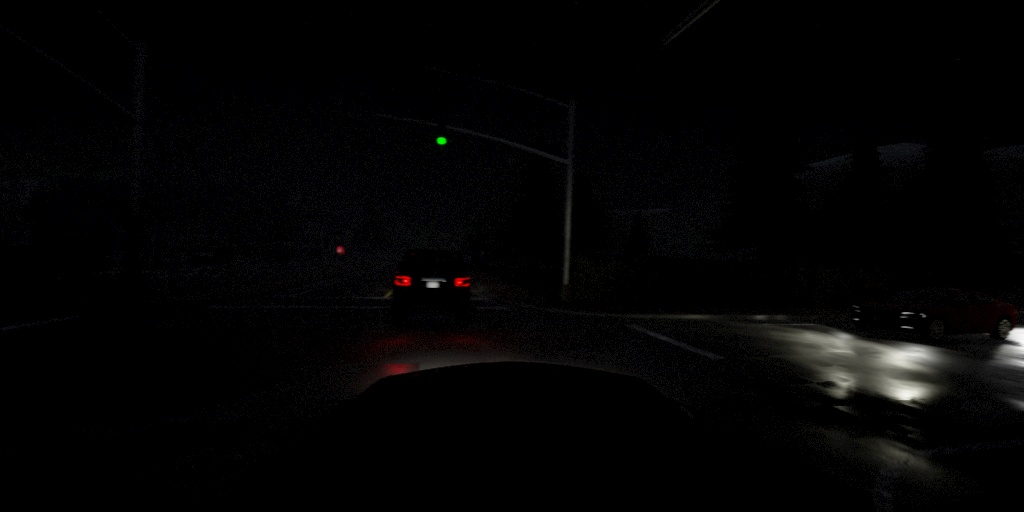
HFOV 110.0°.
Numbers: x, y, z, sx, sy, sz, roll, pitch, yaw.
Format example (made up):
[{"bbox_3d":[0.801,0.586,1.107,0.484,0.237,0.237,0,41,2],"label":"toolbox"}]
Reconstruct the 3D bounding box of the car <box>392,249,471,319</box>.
[{"bbox_3d":[-2.664,0.810,12.017,2.150,2.045,5.566,2,0,-13],"label":"car"}]

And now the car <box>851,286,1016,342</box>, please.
[{"bbox_3d":[13.427,1.722,11.480,5.008,1.535,1.882,2,0,-14],"label":"car"}]
